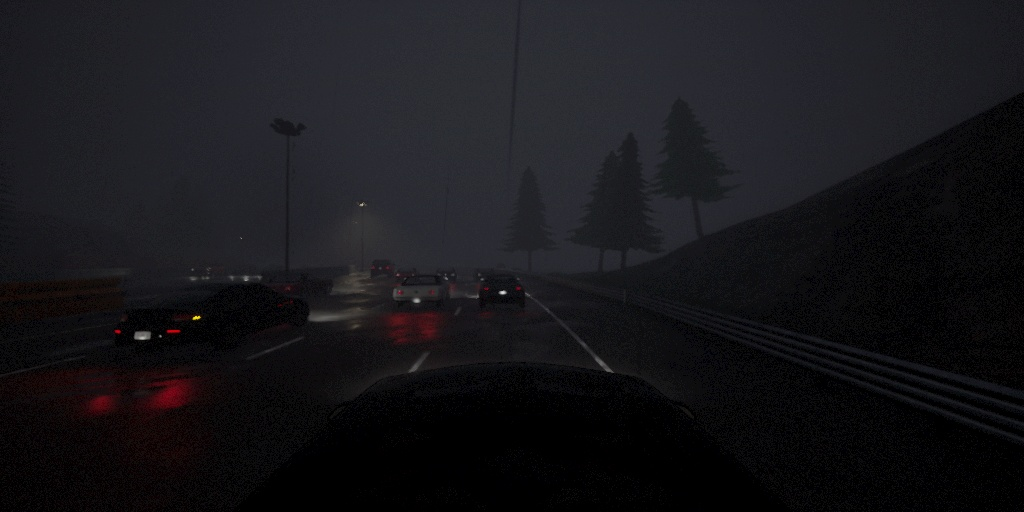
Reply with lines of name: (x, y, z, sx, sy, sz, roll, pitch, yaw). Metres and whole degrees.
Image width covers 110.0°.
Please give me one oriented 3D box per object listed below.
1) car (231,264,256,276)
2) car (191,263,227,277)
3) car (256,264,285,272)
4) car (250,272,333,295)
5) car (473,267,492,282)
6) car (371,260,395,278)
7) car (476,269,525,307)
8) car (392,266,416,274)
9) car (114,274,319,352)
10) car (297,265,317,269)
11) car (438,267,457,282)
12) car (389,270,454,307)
car: (-34.806, 1.809, 47.007, 1.812, 1.442, 4.674, 0, -1, -17)
car: (-37.816, 1.613, 44.812, 2.097, 1.767, 4.553, 0, -1, -16)
car: (-31.266, 1.775, 47.297, 2.128, 1.511, 4.902, 0, -1, -16)
car: (-11.194, 1.551, 18.832, 1.895, 1.301, 4.718, 0, -1, -6)
car: (-2.634, 1.709, 33.675, 1.895, 1.301, 4.718, 0, -1, -10)
car: (-14.879, 1.426, 41.387, 2.150, 2.045, 5.566, 0, -1, -14)
car: (-0.519, 1.480, 16.585, 1.994, 1.385, 4.181, 0, -1, -4)
car: (-9.750, 1.715, 33.674, 1.895, 1.301, 4.718, 0, -1, -10)
car: (-7.103, 1.364, 9.118, 1.812, 1.442, 4.674, 0, 0, -2)
car: (-28.265, 1.907, 49.549, 1.895, 1.301, 4.718, 0, -1, -17)
car: (-6.188, 1.712, 33.651, 1.895, 1.301, 4.718, 0, -1, -10)
car: (-3.987, 1.520, 16.590, 1.895, 1.301, 4.718, 0, -1, -4)
